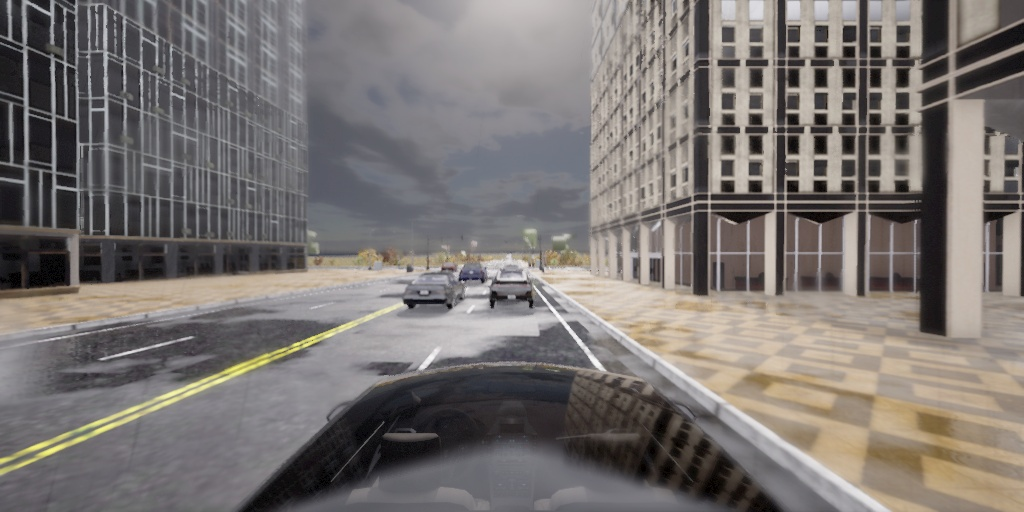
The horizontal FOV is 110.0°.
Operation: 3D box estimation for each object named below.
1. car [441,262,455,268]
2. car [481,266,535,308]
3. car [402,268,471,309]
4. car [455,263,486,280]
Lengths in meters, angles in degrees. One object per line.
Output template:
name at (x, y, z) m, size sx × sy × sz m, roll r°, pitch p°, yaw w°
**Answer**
car at (-9.801, 1.703, 56.113) m, size 1.882 × 1.535 × 5.008 m, roll 0°, pitch -1°, yaw 0°
car at (-0.008, 1.376, 16.137) m, size 2.128 × 1.511 × 4.902 m, roll 0°, pitch 0°, yaw 0°
car at (-3.261, 1.428, 15.828) m, size 2.033 × 1.411 × 5.357 m, roll 0°, pitch 0°, yaw 0°
car at (-3.272, 1.366, 30.916) m, size 2.097 × 1.767 × 4.553 m, roll 0°, pitch -1°, yaw 0°
